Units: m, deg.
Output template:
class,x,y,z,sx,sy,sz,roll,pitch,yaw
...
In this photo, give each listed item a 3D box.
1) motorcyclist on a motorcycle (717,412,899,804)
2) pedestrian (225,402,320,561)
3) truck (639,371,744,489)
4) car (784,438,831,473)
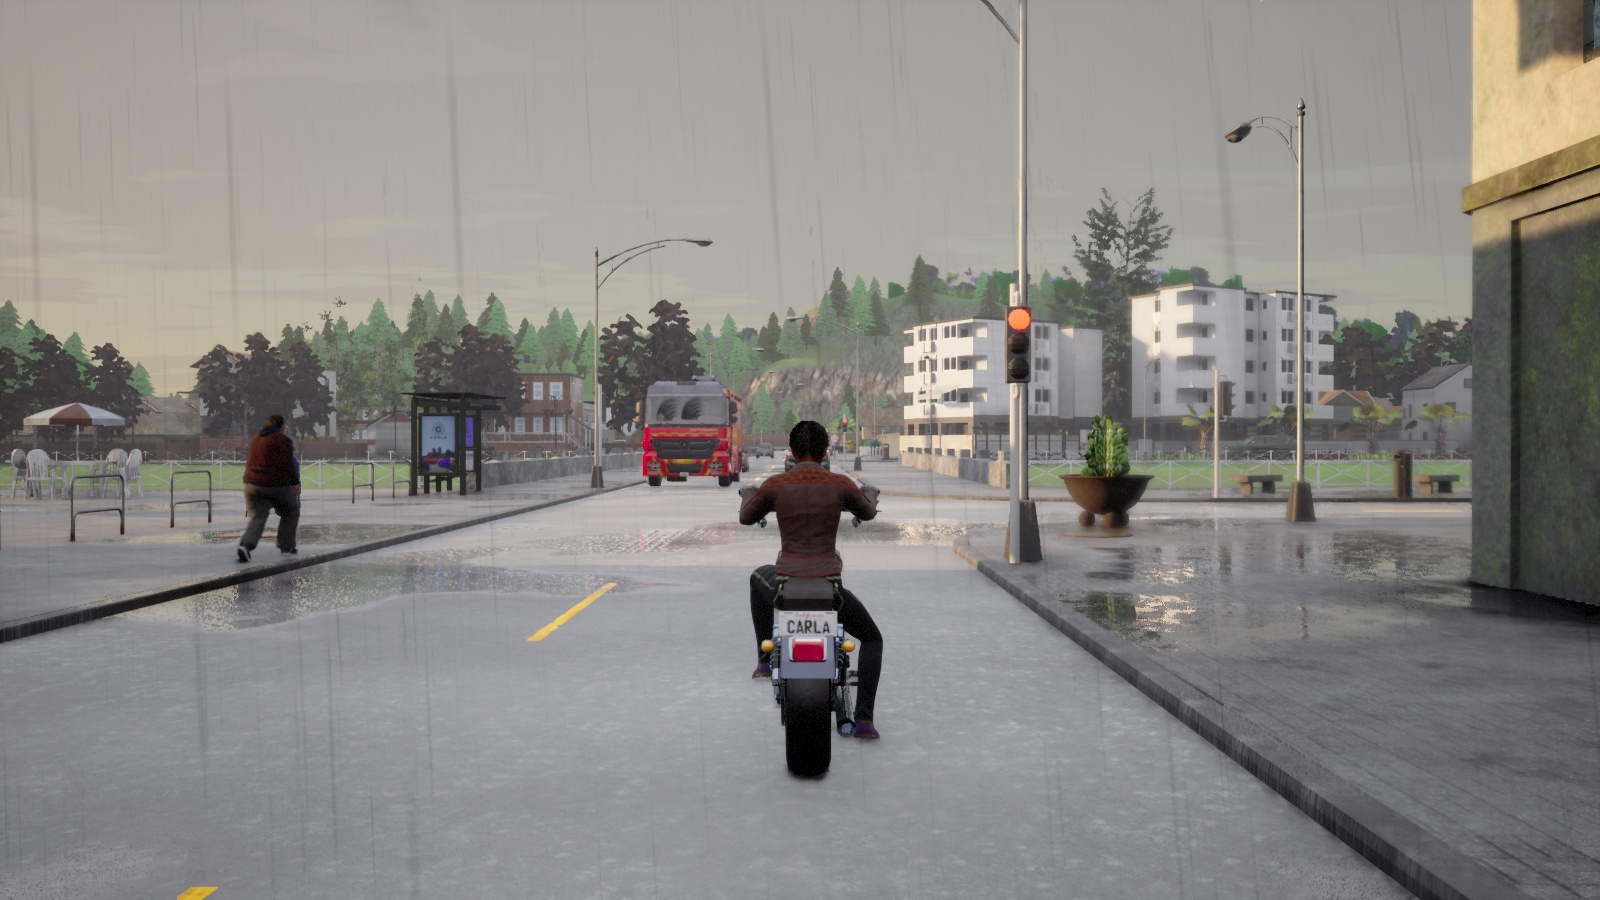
class,x,y,z,sx,sy,sz,roll,pitch,yaw
motorcyclist on a motorcycle,0.046,0.660,6.456,0.766,1.649,2.350,0,0,1
pedestrian,-6.320,0.366,15.068,0.634,1.844,0.899,0,0,14
truck,-3.733,-0.675,45.139,2.891,3.827,8.468,0,0,1
car,0.351,0.243,61.720,2.242,1.667,4.611,0,0,0
